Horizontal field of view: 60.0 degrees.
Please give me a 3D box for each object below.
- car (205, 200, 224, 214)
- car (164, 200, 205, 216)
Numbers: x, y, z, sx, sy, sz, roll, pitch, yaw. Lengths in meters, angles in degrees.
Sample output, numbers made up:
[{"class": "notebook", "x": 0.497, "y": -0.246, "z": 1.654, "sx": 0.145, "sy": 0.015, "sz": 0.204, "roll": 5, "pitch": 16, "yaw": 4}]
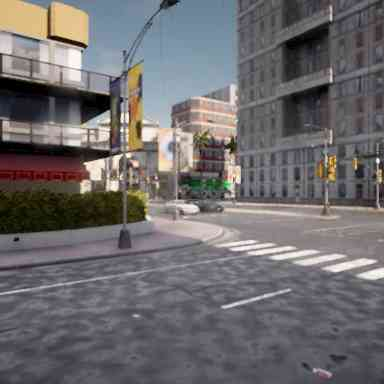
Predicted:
[{"class": "car", "x": 1.552, "y": 1.545, "z": 35.514, "sx": 1.994, "sy": 1.385, "sz": 4.181, "roll": 0, "pitch": 0, "yaw": -35}, {"class": "car", "x": -1.115, "y": 1.510, "z": 33.219, "sx": 1.812, "sy": 1.442, "sz": 4.674, "roll": 0, "pitch": 0, "yaw": -35}]
